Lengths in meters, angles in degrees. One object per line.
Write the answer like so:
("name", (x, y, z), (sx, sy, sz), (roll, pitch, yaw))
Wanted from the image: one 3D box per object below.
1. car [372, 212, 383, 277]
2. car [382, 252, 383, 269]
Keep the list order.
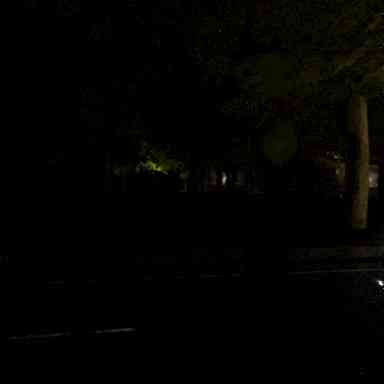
("car", (7.669, 1.498, 9.097), (4.553, 1.767, 2.097), (1, 0, -12))
("car", (6.215, 1.325, 5.473), (5.566, 2.045, 2.150), (1, 0, -12))
